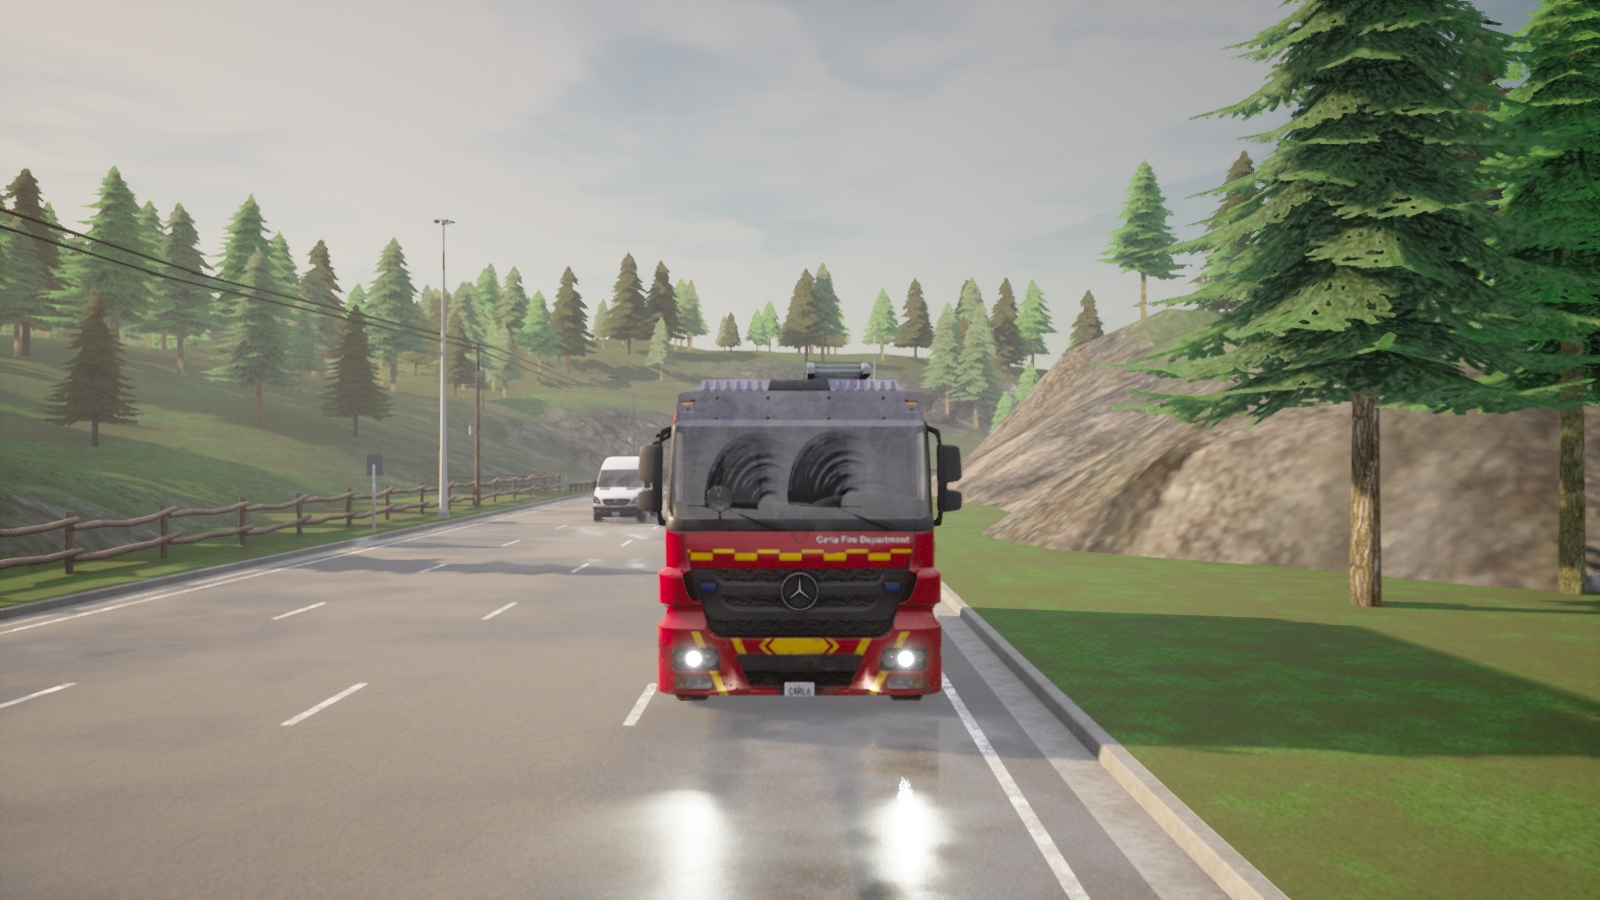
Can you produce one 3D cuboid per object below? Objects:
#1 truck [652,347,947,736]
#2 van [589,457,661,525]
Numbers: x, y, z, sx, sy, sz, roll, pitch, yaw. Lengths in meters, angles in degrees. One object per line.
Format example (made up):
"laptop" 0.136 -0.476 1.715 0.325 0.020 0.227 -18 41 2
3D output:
"truck" -0.006 0.899 15.457 2.891 3.827 8.468 0 0 0
"van" -7.008 1.557 46.349 1.988 2.561 5.915 0 0 0
